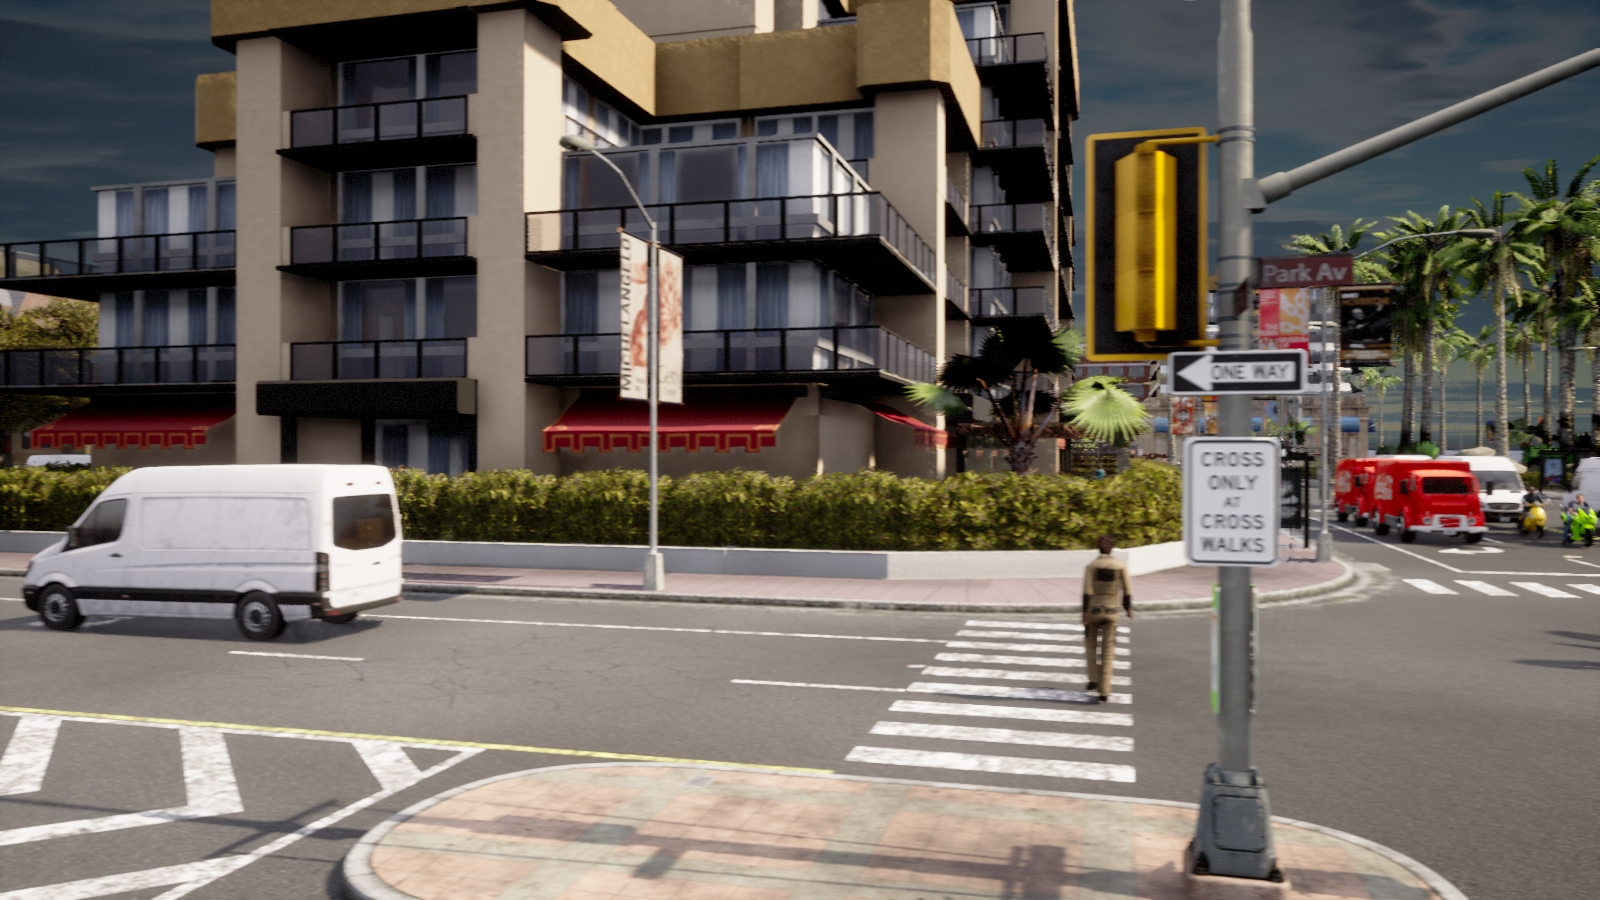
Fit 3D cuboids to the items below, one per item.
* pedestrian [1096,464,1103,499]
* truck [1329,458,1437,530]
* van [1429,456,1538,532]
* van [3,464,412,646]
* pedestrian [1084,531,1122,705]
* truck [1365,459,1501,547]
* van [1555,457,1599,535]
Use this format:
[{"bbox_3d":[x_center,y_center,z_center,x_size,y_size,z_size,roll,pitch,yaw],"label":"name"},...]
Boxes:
[{"bbox_3d":[16.012,1.668,61.119,0.375,1.860,0.375,0,0,14],"label":"pedestrian"},{"bbox_3d":[21.631,1.554,42.649,2.627,2.467,5.204,0,0,16],"label":"truck"},{"bbox_3d":[25.201,1.522,42.354,1.988,2.561,5.915,0,0,16],"label":"van"},{"bbox_3d":[-9.290,1.517,17.970,5.915,2.561,1.988,0,0,15],"label":"van"},{"bbox_3d":[3.343,1.842,12.618,0.375,1.860,0.375,0,0,11],"label":"pedestrian"},{"bbox_3d":[19.746,1.555,35.971,2.627,2.467,5.204,0,0,16],"label":"truck"},{"bbox_3d":[27.784,1.526,38.730,1.988,2.561,5.915,0,0,16],"label":"van"}]
